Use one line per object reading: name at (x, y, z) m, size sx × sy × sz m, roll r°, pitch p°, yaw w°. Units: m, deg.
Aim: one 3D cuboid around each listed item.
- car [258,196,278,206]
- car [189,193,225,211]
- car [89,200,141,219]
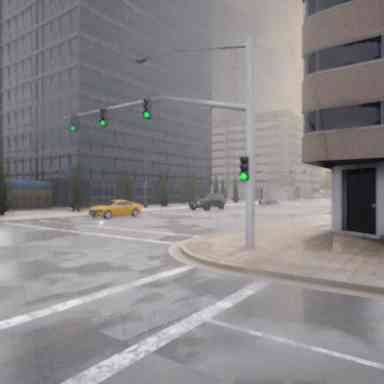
car at (12.618, 1.454, 55.027) m, size 2.128 × 1.511 × 4.902 m, roll 0°, pitch 0°, yaw 36°
car at (1.932, 1.182, 40.446) m, size 2.150 × 2.045 × 5.566 m, roll 0°, pitch 0°, yaw 36°
car at (-6.564, 1.438, 28.748) m, size 1.882 × 1.535 × 5.008 m, roll 0°, pitch 0°, yaw 36°
